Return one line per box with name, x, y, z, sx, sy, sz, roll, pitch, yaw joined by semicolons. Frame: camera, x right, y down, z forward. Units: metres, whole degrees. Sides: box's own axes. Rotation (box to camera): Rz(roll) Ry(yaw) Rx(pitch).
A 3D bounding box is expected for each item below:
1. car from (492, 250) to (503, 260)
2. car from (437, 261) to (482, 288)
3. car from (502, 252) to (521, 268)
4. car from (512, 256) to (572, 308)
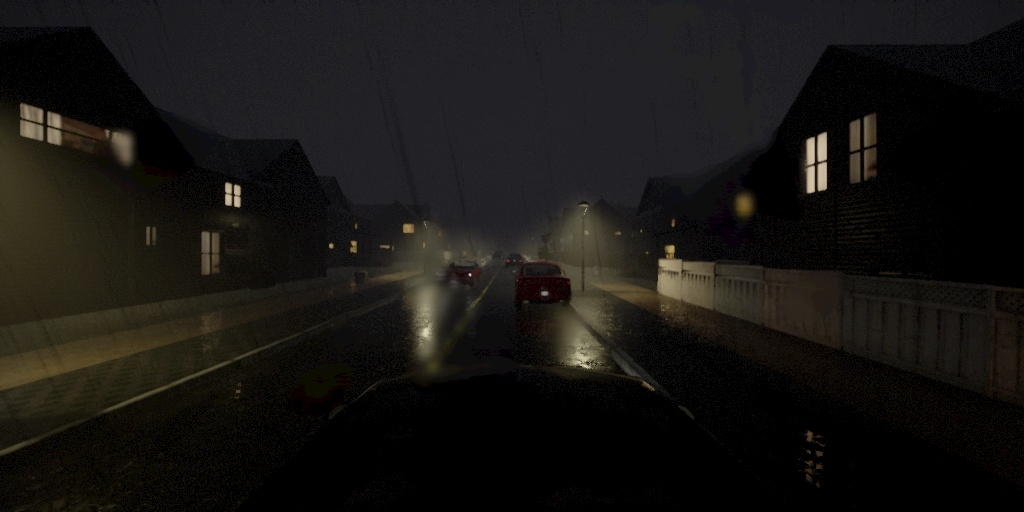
car;-2.400;-0.271;62.873;2.097;1.767;4.553;0;1;1
car;-2.737;0.936;19.523;1.895;1.301;4.718;0;1;0
car;0.288;0.469;37.729;2.033;1.411;5.357;0;1;1
car;1.036;0.949;13.610;1.882;1.535;5.008;0;1;0
